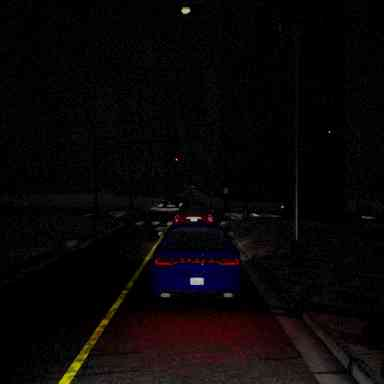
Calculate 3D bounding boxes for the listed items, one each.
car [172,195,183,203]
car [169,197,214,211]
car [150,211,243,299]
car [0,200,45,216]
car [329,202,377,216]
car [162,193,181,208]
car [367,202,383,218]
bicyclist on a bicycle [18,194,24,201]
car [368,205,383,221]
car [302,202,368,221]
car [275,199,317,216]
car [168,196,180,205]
[{"bbox_3d":[-3.024,1.493,69.485,2.128,1.511,4.902,0,0,0],"label":"car"},{"bbox_3d":[0.116,1.352,17.693,2.097,1.767,4.553,0,0,1],"label":"car"},{"bbox_3d":[0.099,1.477,8.539,1.882,1.535,5.008,0,0,0],"label":"car"},{"bbox_3d":[-14.780,1.367,28.278,4.403,1.369,2.008,1,-1,0],"label":"car"},{"bbox_3d":[17.778,1.842,36.905,4.403,1.369,2.008,1,-1,0],"label":"car"},{"bbox_3d":[-3.104,1.222,49.335,2.150,2.045,5.566,0,0,0],"label":"car"},{"bbox_3d":[20.859,1.867,34.232,4.674,1.442,1.812,1,0,0],"label":"car"},{"bbox_3d":[-20.506,1.030,39.762,0.582,1.620,1.656,1,0,0],"label":"bicyclist on a bicycle"},{"bbox_3d":[17.942,1.824,28.381,4.829,1.417,1.752,1,-1,0],"label":"car"},{"bbox_3d":[12.129,1.775,28.380,4.313,1.339,1.947,1,-1,0],"label":"car"},{"bbox_3d":[10.945,1.539,34.228,4.553,1.767,2.097,1,0,0],"label":"car"},{"bbox_3d":[-3.092,1.526,59.166,1.812,1.442,4.674,0,0,1],"label":"car"}]
